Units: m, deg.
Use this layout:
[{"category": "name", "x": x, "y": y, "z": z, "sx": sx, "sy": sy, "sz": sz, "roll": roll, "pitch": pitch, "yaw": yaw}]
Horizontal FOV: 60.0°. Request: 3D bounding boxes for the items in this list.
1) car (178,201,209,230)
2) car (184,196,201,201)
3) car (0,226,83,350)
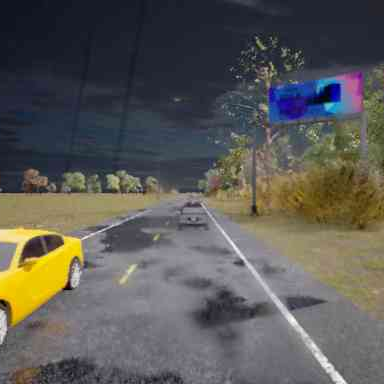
[{"category": "car", "x": 0.087, "y": 1.548, "z": 20.820, "sx": 2.033, "sy": 1.411, "sz": 5.357, "roll": 0, "pitch": 0, "yaw": 0}, {"category": "car", "x": 0.090, "y": 1.350, "z": 42.446, "sx": 2.097, "sy": 1.767, "sz": 4.553, "roll": 0, "pitch": 0, "yaw": 0}, {"category": "car", "x": -3.596, "y": 1.478, "z": 6.169, "sx": 1.882, "sy": 1.535, "sz": 5.008, "roll": 0, "pitch": 0, "yaw": 0}]
